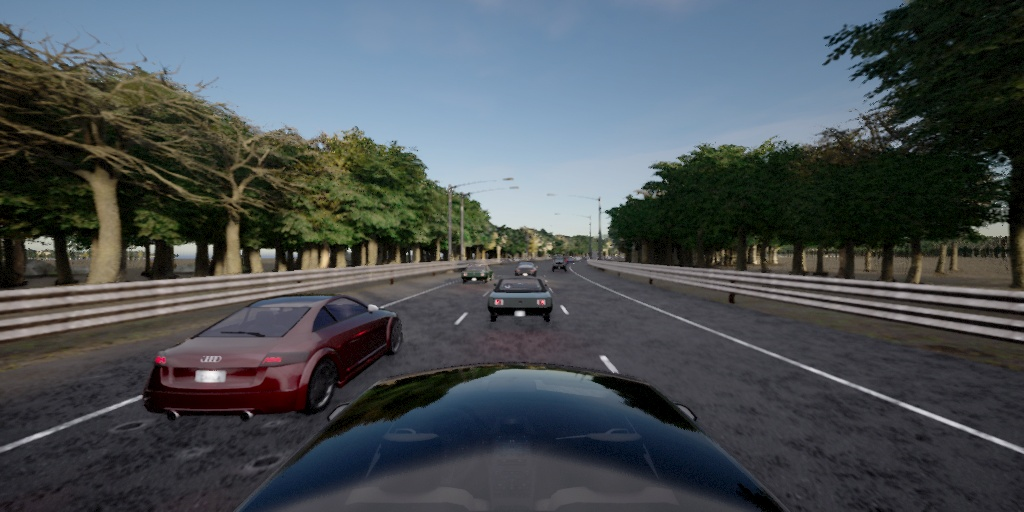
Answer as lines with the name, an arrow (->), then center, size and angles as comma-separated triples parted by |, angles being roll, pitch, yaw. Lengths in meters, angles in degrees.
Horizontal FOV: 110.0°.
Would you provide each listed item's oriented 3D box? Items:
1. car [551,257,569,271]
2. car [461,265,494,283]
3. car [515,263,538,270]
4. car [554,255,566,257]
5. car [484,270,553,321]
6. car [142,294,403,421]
car -> 6.394, 1.221, 48.733 | 1.837, 1.490, 4.892 | 0, 0, 7
car -> -2.511, 1.337, 27.304 | 1.895, 1.301, 4.718 | 0, 0, 4
car -> 1.184, 1.264, 30.088 | 1.812, 1.442, 4.674 | 0, 0, 4
car -> 7.977, 0.927, 60.407 | 2.150, 2.045, 5.566 | 0, 0, 9
car -> 0.293, 1.348, 12.417 | 1.895, 1.301, 4.718 | 0, 0, 2
car -> -3.332, 1.309, 5.995 | 1.994, 1.385, 4.181 | 0, 0, 1
